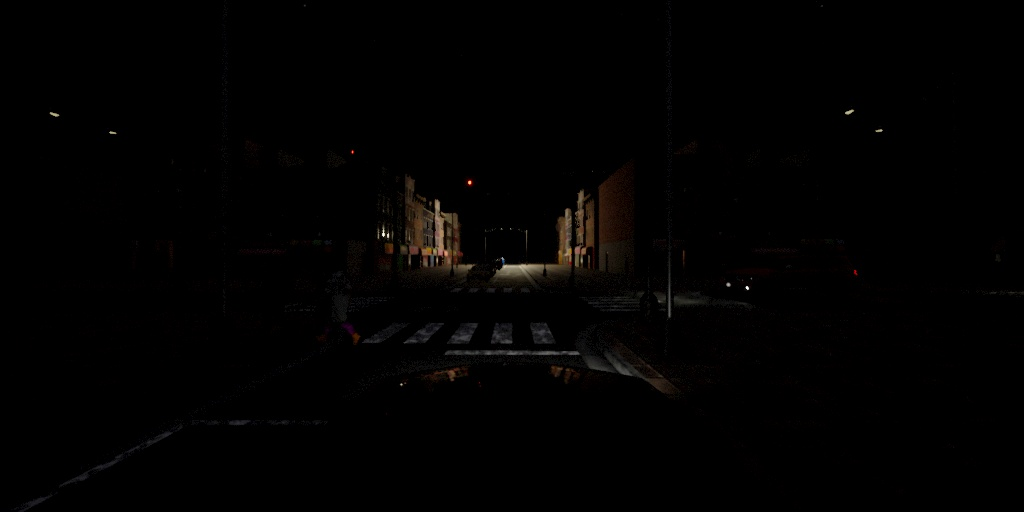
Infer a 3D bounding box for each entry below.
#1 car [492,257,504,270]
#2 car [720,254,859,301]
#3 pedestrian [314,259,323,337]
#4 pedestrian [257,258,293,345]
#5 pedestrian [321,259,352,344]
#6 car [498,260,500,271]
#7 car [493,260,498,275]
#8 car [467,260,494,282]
[{"bbox_3d":[-2.610,1.241,51.303,1.967,1.591,4.097,0,0,0],"label":"car"},{"bbox_3d":[12.808,0.952,16.717,5.566,2.045,2.150,-1,0,-2],"label":"car"},{"bbox_3d":[-4.393,0.912,8.621,0.375,1.860,0.375,0,0,0],"label":"pedestrian"},{"bbox_3d":[-4.896,0.894,7.422,0.375,1.860,0.375,0,0,0],"label":"pedestrian"},{"bbox_3d":[-3.911,1.043,8.021,0.375,1.860,0.375,0,0,0],"label":"pedestrian"},{"bbox_3d":[-2.617,1.360,40.092,1.802,1.307,4.207,0,0,0],"label":"car"},{"bbox_3d":[-2.620,1.315,34.487,1.888,1.381,4.507,0,0,0],"label":"car"},{"bbox_3d":[-2.623,1.288,28.713,1.751,1.417,4.829,0,0,0],"label":"car"}]
